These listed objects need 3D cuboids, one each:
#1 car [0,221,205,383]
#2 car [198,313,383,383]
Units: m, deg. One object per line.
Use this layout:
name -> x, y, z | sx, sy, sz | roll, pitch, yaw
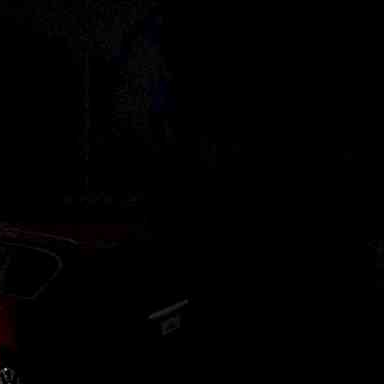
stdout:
car -> -2.143, 1.329, 4.487 | 5.009, 1.841, 2.192 | 0, 0, 35
car -> 2.287, 1.436, 1.333 | 4.097, 1.590, 1.967 | 0, 0, 35
